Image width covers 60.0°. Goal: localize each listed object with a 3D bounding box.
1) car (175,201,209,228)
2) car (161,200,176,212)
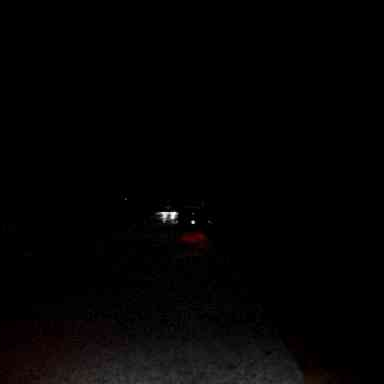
[{"bbox_3d":[0.059,1.552,22.217,1.837,1.490,4.892,0,0,0],"label":"car"},{"bbox_3d":[-2.988,1.813,43.928,2.128,1.511,4.902,0,-1,0],"label":"car"}]
